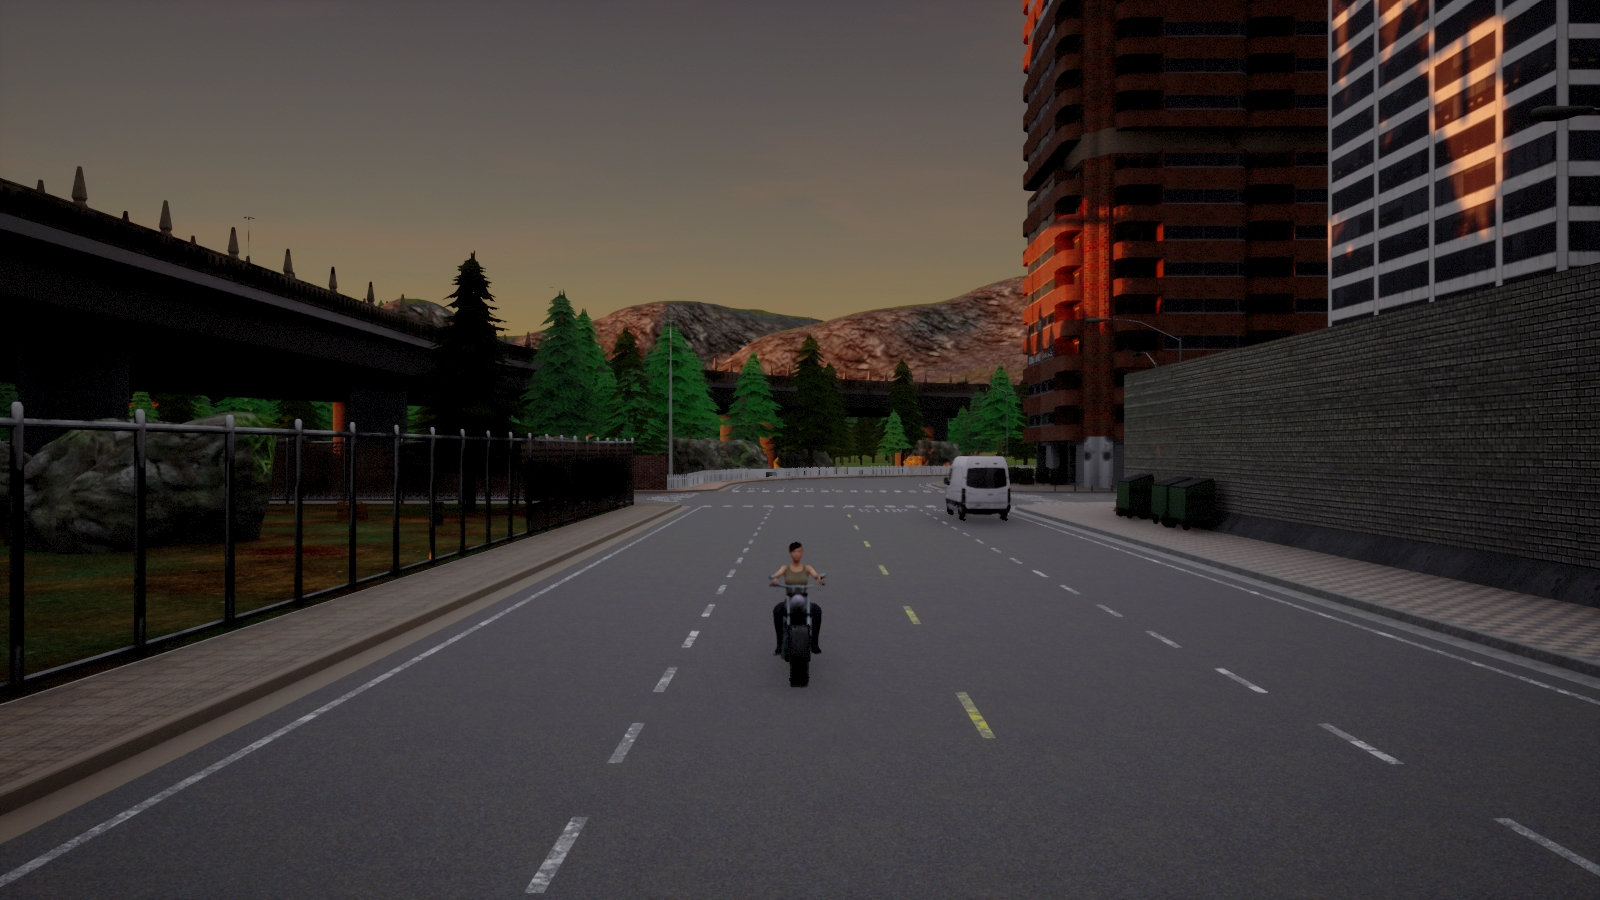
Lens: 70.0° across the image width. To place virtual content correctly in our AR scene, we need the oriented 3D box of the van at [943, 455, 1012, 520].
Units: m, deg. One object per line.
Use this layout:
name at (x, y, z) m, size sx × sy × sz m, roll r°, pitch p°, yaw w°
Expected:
van at (7.327, 1.479, 47.663) m, size 1.988 × 2.561 × 5.915 m, roll 0°, pitch 0°, yaw 0°

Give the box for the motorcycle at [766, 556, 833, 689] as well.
motorcycle at (-0.042, 2.099, 14.362) m, size 0.764 × 1.307 × 2.356 m, roll 0°, pitch 0°, yaw -2°
